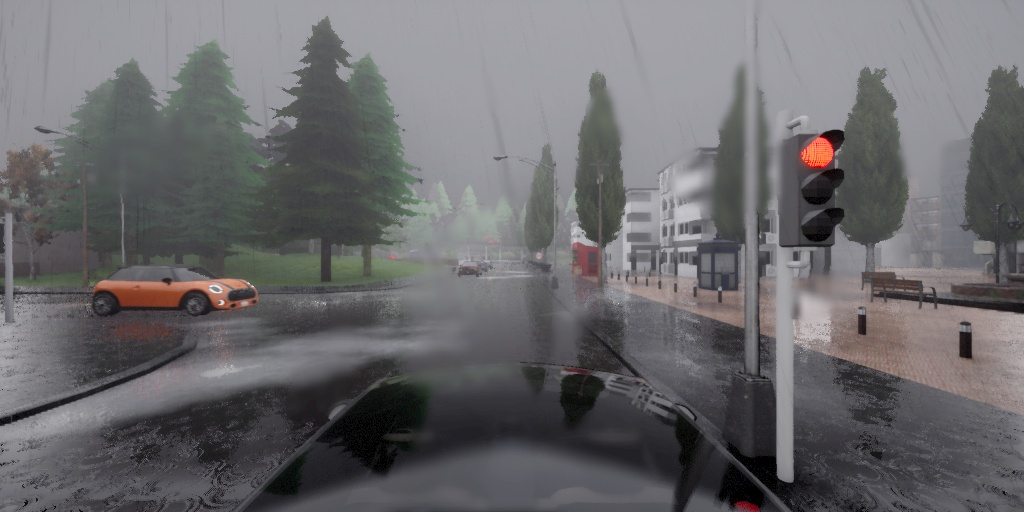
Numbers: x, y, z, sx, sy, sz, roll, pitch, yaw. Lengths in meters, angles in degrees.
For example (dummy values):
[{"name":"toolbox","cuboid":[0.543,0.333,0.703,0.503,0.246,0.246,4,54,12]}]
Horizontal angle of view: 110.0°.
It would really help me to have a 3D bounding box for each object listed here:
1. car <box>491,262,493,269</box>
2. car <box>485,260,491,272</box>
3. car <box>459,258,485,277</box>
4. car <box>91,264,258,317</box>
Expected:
[{"name":"car","cuboid":[-4.039,1.276,55.776,1.812,1.442,4.674,0,0,0]},{"name":"car","cuboid":[-4.081,1.314,45.649,1.994,1.385,4.181,0,0,0]},{"name":"car","cuboid":[-4.095,1.228,35.729,1.882,1.535,5.008,0,0,0]},{"name":"car","cuboid":[-11.735,1.102,12.721,4.553,1.767,2.097,0,0,0]}]
